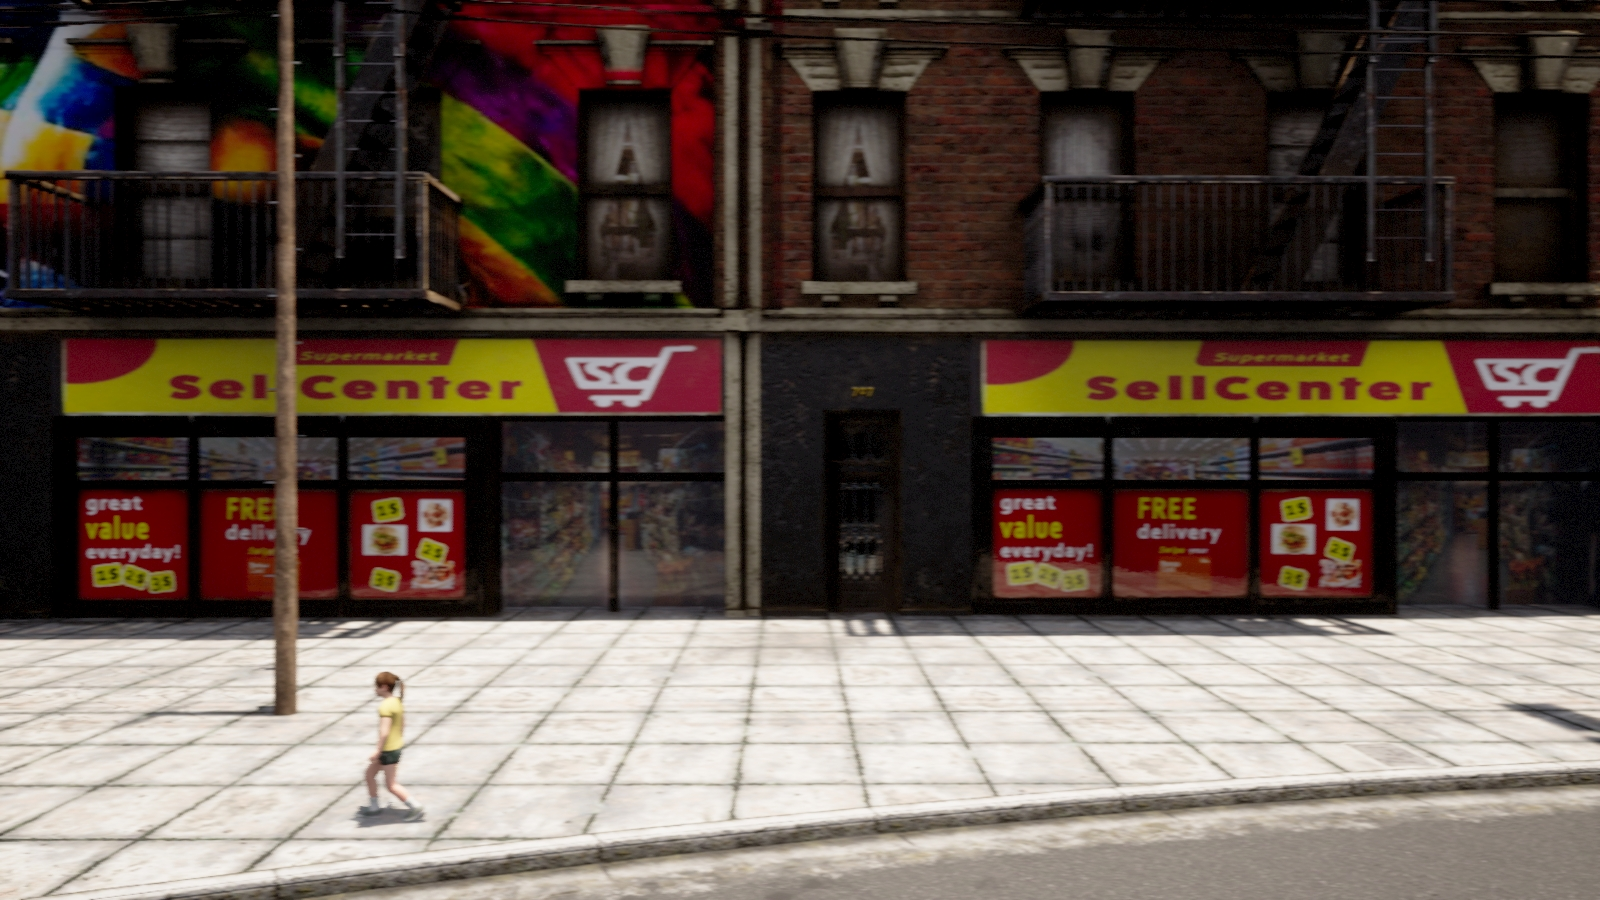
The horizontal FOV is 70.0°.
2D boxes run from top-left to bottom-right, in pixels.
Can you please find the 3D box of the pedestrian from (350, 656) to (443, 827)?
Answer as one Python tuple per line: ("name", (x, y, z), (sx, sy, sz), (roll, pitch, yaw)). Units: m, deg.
("pedestrian", (-2.884, 2.071, 8.195), (0.500, 1.100, 0.500), (0, 0, -3))
